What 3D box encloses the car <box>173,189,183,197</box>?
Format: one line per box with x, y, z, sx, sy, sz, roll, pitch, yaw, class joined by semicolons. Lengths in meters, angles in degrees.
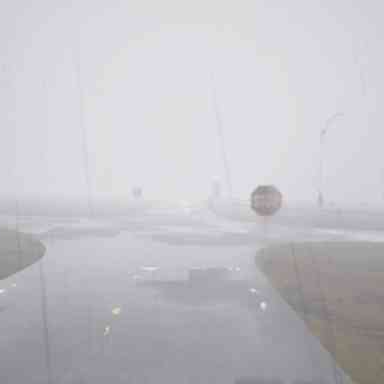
-2.916;0.213;70.057;2.097;1.767;4.553;0;1;0;car
